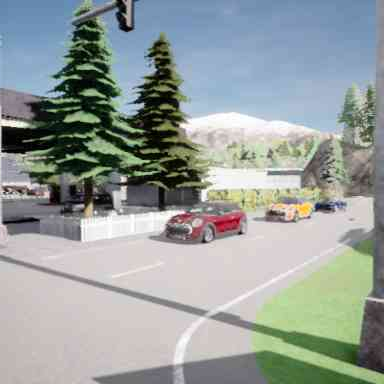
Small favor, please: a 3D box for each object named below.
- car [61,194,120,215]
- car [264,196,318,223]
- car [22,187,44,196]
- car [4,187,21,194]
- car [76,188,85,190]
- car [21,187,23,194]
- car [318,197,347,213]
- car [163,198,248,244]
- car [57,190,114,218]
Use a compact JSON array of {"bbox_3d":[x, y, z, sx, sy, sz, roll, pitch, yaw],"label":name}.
[{"bbox_3d":[-9.049,1.058,29.982,2.242,1.667,4.611,1,1,37],"label":"car"},{"bbox_3d":[6.842,1.082,23.331,2.097,1.767,4.553,1,1,38],"label":"car"},{"bbox_3d":[-32.017,0.131,67.809,4.514,1.523,2.007,1,1,37],"label":"car"},{"bbox_3d":[-44.341,-0.367,81.501,3.866,1.878,1.905,1,1,37],"label":"car"},{"bbox_3d":[-25.949,0.015,75.748,3.633,1.501,1.845,1,1,37],"label":"car"},{"bbox_3d":[-42.915,-0.392,84.066,4.605,1.855,1.932,1,1,37],"label":"car"},{"bbox_3d":[12.998,1.194,31.273,1.895,1.301,4.718,1,1,38],"label":"car"},{"bbox_3d":[0.740,1.218,15.453,2.097,1.767,4.553,1,1,38],"label":"car"},{"bbox_3d":[-7.156,1.022,23.104,1.905,1.878,3.866,1,1,37],"label":"car"}]
